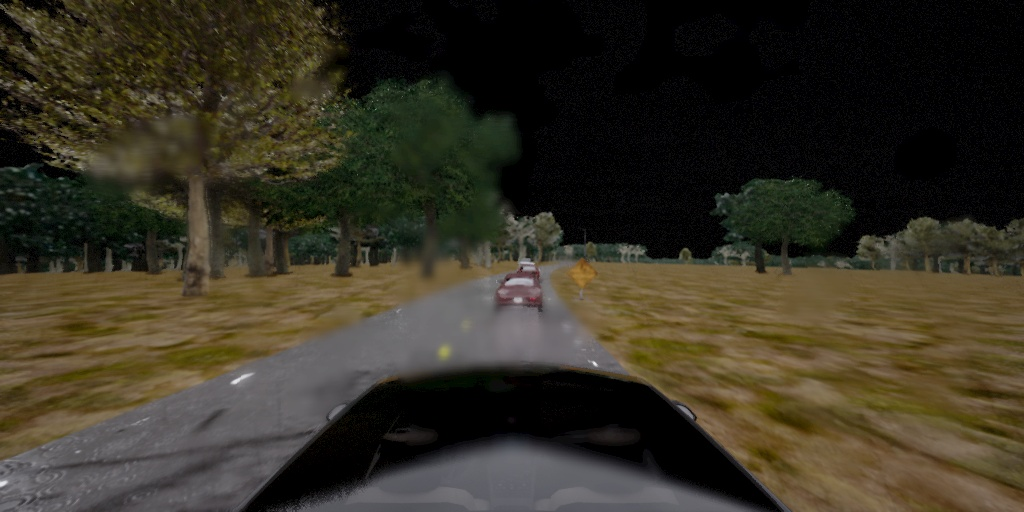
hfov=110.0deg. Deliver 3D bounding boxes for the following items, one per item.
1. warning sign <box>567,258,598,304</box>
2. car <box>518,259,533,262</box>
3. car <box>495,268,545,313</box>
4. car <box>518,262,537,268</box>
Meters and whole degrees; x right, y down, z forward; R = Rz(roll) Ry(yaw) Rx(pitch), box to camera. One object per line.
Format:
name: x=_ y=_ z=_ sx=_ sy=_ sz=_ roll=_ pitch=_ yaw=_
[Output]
warning sign: x=2.945 y=1.006 z=15.030 sx=1.300 sy=1.860 sz=1.060 roll=0 pitch=0 yaw=2
car: x=2.413 y=1.468 z=61.256 sx=2.150 sy=2.045 sz=5.566 roll=0 pitch=0 yaw=11
car: x=0.364 y=1.409 z=14.762 sx=1.812 sy=1.442 sz=4.674 roll=0 pitch=0 yaw=3
car: x=1.380 y=1.501 z=30.272 sx=1.882 sy=1.535 sz=5.008 roll=0 pitch=0 yaw=6
